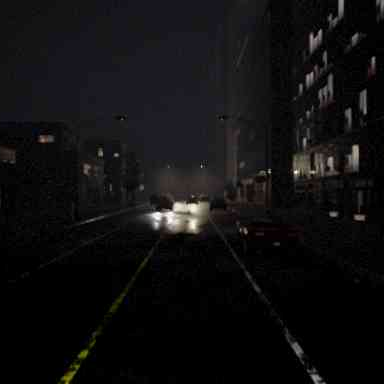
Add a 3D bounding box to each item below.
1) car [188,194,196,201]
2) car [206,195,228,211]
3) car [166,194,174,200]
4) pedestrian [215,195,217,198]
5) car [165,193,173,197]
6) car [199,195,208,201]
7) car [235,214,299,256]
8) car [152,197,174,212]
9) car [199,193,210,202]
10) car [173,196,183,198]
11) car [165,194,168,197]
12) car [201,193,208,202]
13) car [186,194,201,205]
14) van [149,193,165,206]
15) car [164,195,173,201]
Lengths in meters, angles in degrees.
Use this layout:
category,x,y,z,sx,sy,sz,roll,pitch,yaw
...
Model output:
category,x,y,z,sx,sy,sz,roll,pitch,yaw
car,0.012,1.188,71.188,1.837,1.490,4.892,0,0,0
car,3.008,1.384,38.738,1.882,1.535,5.008,0,0,0
car,-5.663,1.341,86.215,1.887,1.381,4.507,1,0,0
pedestrian,3.007,1.192,41.757,0.375,1.860,0.375,1,-1,0
car,-5.662,1.150,69.283,2.192,1.841,5.009,1,0,0
car,2.715,1.375,80.513,1.947,1.339,4.313,1,0,0
car,2.703,1.513,12.785,1.887,1.381,4.507,1,0,0
car,-3.088,1.508,38.103,1.895,1.301,4.718,0,0,0
car,2.718,1.137,74.870,2.192,1.841,5.009,1,0,0
car,-2.987,1.023,78.782,1.895,1.301,4.718,0,0,0
car,-5.669,1.443,57.996,1.802,1.307,4.206,1,0,0
car,2.715,1.275,69.226,1.967,1.590,4.097,1,0,0
car,0.029,1.415,55.034,2.033,1.411,5.357,0,0,1
van,-5.666,1.215,52.350,1.690,1.788,3.998,1,0,0
car,-5.664,1.360,80.571,2.008,1.369,4.403,1,0,0
